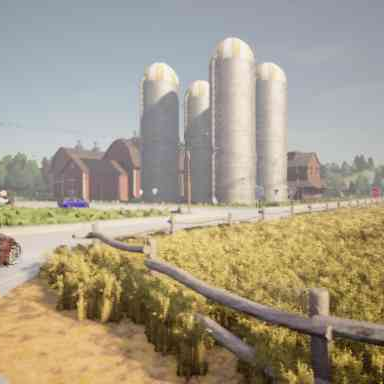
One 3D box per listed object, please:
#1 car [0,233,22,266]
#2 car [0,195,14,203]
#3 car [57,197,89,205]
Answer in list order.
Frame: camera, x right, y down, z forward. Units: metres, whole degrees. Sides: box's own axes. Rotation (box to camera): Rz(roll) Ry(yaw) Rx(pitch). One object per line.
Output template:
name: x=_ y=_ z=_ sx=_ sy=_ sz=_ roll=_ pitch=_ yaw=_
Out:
car: x=-6.086 y=1.560 z=8.592 sx=1.812 sy=1.442 sz=4.674 roll=-1 pitch=0 yaw=-11
car: x=-36.701 y=1.566 z=64.685 sx=1.905 sy=1.878 sz=3.866 roll=0 pitch=0 yaw=38
car: x=-17.692 y=1.642 z=49.698 sx=2.242 sy=1.667 sz=4.611 roll=0 pitch=0 yaw=38
